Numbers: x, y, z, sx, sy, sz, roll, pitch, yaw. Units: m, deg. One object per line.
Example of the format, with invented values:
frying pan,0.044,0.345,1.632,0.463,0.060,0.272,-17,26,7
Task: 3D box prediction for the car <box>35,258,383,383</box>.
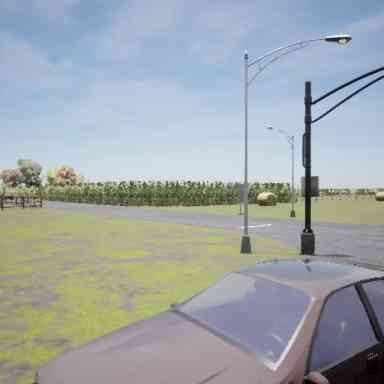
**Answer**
car,1.184,1.549,3.682,5.357,1.411,2.033,0,0,-35
